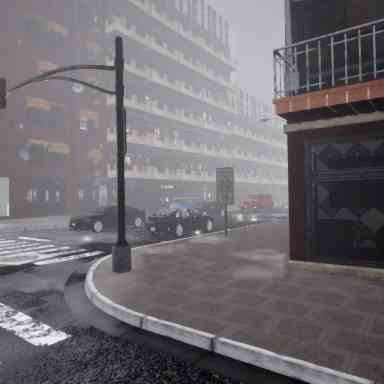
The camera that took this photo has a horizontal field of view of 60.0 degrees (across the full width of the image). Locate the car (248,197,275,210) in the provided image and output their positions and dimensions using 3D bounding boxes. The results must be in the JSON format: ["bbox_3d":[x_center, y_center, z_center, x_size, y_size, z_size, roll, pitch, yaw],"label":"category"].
[{"bbox_3d":[9.287,1.431,44.040,1.967,1.590,4.097,-1,-1,36],"label":"car"}]

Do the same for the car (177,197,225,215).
[{"bbox_3d":[1.128,1.479,28.394,1.837,1.490,4.892,-1,-1,35],"label":"car"}]

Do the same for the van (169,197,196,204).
[{"bbox_3d":[-0.438,1.365,30.449,1.690,1.788,3.998,-1,-1,36],"label":"van"}]

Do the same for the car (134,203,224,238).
[{"bbox_3d":[-0.507,1.435,16.803,2.008,1.369,4.403,-1,-1,36],"label":"car"}]

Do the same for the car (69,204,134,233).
[{"bbox_3d":[-4.919,1.476,19.944,1.882,1.535,5.008,-1,-1,36],"label":"car"}]

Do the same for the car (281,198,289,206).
[{"bbox_3d":[15.672,1.496,52.962,1.752,1.417,4.829,-1,-1,36],"label":"car"}]

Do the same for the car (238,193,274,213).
[{"bbox_3d":[7.213,1.175,36.901,2.150,2.045,5.566,-1,-1,36],"label":"car"}]
